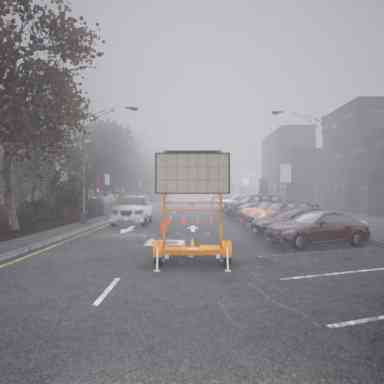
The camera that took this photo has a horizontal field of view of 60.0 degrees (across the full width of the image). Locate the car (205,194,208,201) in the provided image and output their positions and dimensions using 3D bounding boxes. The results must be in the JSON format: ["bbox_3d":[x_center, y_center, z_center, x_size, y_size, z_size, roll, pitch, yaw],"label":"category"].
[{"bbox_3d":[5.404,1.608,65.027,5.366,1.575,1.946,1,0,-20],"label":"car"}]

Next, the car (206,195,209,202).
[{"bbox_3d":[5.545,1.579,56.082,5.008,1.535,2.097,1,0,-20],"label":"car"}]

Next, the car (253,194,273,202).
[{"bbox_3d":[18.624,1.457,87.074,2.435,2.045,5.566,0,0,-21],"label":"car"}]

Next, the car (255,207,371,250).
[{"bbox_3d":[5.336,1.527,14.043,4.674,1.452,2.002,1,0,-20],"label":"car"}]

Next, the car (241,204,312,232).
[{"bbox_3d":[5.318,1.517,17.035,4.792,1.488,2.163,1,0,-20],"label":"car"}]

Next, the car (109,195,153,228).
[{"bbox_3d":[-3.930,1.227,22.451,2.150,2.045,5.566,0,0,0],"label":"car"}]

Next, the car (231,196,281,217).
[{"bbox_3d":[5.407,1.368,23.056,4.553,1.767,2.185,1,0,-20],"label":"car"}]

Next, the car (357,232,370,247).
[{"bbox_3d":[5.317,1.487,5.043,4.892,1.521,2.231,1,0,-20],"label":"car"}]

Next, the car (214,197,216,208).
[{"bbox_3d":[5.251,1.501,31.989,5.366,1.575,1.946,1,0,-20],"label":"car"}]

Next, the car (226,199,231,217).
[{"bbox_3d":[5.387,1.536,26.052,4.674,1.452,2.002,1,0,-20],"label":"car"}]

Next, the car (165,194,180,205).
[{"bbox_3d":[-3.898,1.475,63.762,2.097,1.767,4.553,0,0,1],"label":"car"}]

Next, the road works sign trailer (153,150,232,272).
[{"bbox_3d":[0.018,0.464,10.777,2.380,3.560,2.880,0,0,0],"label":"road works sign trailer"}]

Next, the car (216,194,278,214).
[{"bbox_3d":[5.397,1.250,29.031,5.566,2.045,2.435,1,0,-20],"label":"car"}]

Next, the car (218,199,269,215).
[{"bbox_3d":[5.414,1.542,35.046,4.792,1.488,2.163,1,0,-20],"label":"car"}]

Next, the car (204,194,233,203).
[{"bbox_3d":[5.611,1.386,71.120,5.566,2.045,2.435,1,0,-20],"label":"car"}]

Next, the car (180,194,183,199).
[{"bbox_3d":[-3.565,1.241,83.843,2.150,2.045,5.566,0,0,5],"label":"car"}]

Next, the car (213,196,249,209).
[{"bbox_3d":[5.480,1.420,47.063,4.553,1.767,2.185,1,0,-20],"label":"car"}]

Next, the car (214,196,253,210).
[{"bbox_3d":[5.463,1.411,44.061,4.553,1.767,2.185,1,0,-20],"label":"car"}]

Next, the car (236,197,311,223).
[{"bbox_3d":[5.392,1.365,20.055,4.553,1.767,2.185,1,0,-20],"label":"car"}]

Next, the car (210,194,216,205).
[{"bbox_3d":[5.437,1.268,38.048,5.566,2.045,2.435,1,0,-20],"label":"car"}]
